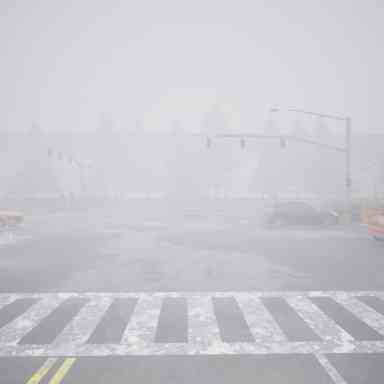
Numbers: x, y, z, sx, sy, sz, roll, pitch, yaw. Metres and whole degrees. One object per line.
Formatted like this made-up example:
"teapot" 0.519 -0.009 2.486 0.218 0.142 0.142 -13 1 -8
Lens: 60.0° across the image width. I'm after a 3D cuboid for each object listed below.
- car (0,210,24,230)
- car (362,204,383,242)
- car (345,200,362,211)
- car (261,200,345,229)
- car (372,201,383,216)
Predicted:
"car" -13.037 1.478 20.440 5.008 1.535 1.882 0 0 -2
"car" 10.141 1.351 14.144 4.553 1.767 2.097 0 0 -2
"car" 15.408 1.547 35.515 5.357 1.411 2.033 0 0 -2
"car" 6.799 1.351 21.045 4.553 1.767 2.097 0 0 -2
"car" 20.041 1.564 32.155 4.181 1.385 1.994 0 0 -2
